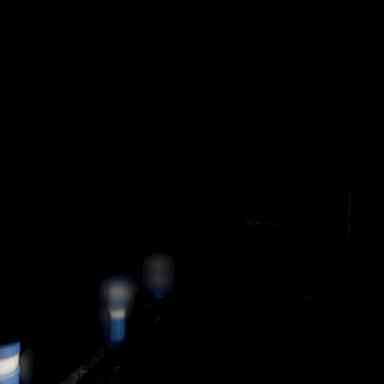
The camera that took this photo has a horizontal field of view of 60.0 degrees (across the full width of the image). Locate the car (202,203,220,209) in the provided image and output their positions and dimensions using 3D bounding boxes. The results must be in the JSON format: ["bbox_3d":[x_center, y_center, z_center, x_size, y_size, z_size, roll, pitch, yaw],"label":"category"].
[{"bbox_3d":[5.246,3.813,91.206,4.892,1.521,2.231,1,-3,10],"label":"car"}]

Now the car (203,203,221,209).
[{"bbox_3d":[5.717,3.953,93.934,5.008,1.535,2.097,1,-3,10],"label":"car"}]

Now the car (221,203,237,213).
[{"bbox_3d":[6.740,2.667,58.425,2.097,1.767,4.553,1,-1,10],"label":"car"}]

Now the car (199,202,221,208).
[{"bbox_3d":[4.964,3.679,88.448,5.366,1.575,1.946,1,-3,10],"label":"car"}]
